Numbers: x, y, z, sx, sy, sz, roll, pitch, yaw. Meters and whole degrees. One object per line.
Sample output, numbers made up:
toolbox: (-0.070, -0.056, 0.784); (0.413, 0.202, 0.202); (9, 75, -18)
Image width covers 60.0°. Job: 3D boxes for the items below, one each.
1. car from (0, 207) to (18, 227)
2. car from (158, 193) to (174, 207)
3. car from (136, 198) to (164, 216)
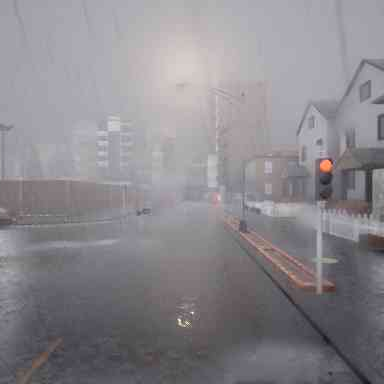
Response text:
car: (-13.305, 1.525, 20.626); (4.674, 1.442, 1.812); (0, 0, 0)
car: (-4.062, 1.219, 51.830); (2.150, 2.045, 5.566); (0, 0, 0)
car: (-4.087, 1.563, 31.790); (1.994, 1.385, 4.181); (0, 0, 0)
